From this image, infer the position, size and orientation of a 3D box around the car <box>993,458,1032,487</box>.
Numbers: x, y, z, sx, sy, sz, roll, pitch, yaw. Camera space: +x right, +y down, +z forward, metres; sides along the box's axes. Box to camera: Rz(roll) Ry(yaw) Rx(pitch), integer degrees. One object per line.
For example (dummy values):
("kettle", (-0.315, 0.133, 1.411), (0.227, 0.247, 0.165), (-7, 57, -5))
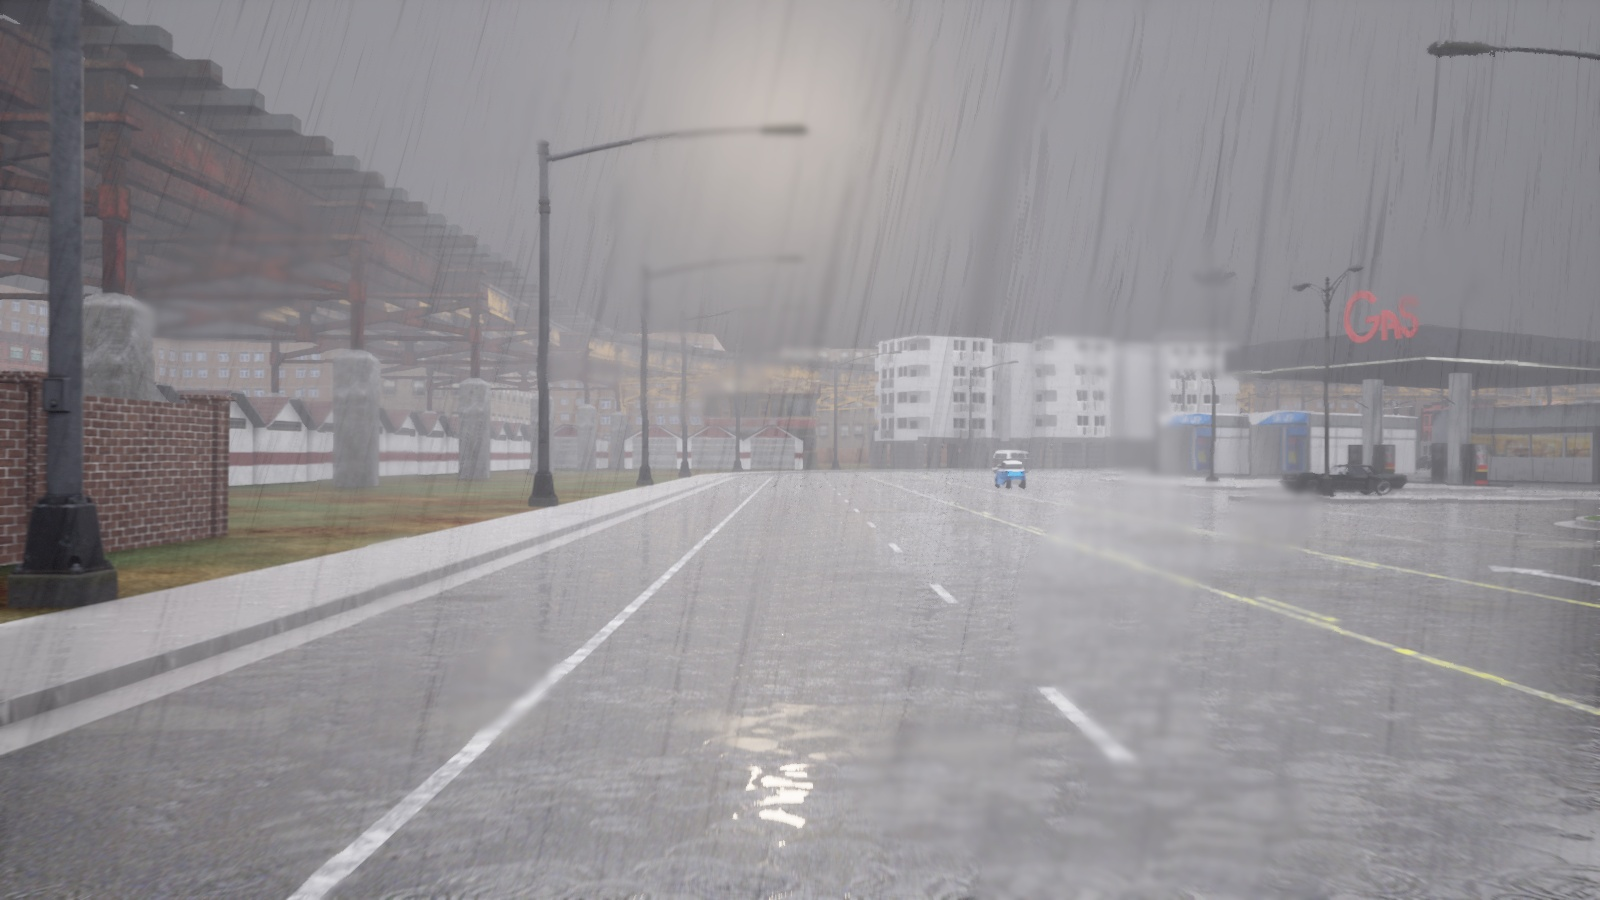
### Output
("car", (10.434, 1.106, 61.859), (1.481, 1.376, 2.207), (0, 0, -2))

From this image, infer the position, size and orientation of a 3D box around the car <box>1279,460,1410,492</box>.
("car", (23.054, 1.079, 53.262), (4.718, 1.301, 1.895), (0, 0, 0))
